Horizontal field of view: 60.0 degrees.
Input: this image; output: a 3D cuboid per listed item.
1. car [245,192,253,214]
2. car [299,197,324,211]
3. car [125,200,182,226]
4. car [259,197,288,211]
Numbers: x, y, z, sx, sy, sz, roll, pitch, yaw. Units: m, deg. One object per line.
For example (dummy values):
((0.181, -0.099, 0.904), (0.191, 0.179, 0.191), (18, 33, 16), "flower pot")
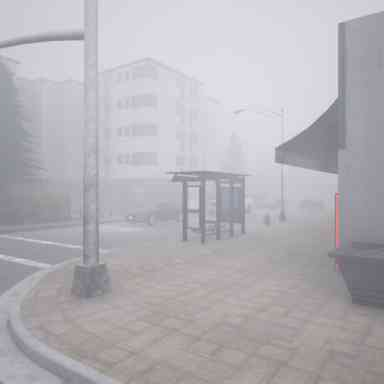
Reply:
((3.578, 1.045, 30.347), (2.150, 2.045, 5.566), (0, 0, 36), "car")
((13.751, 1.329, 38.192), (1.837, 1.490, 4.892), (0, 0, 36), "car")
((-2.307, 1.328, 22.164), (1.837, 1.490, 4.892), (0, 0, 36), "car")
((9.521, 1.301, 38.562), (1.882, 1.535, 5.008), (0, 0, 36), "car")
